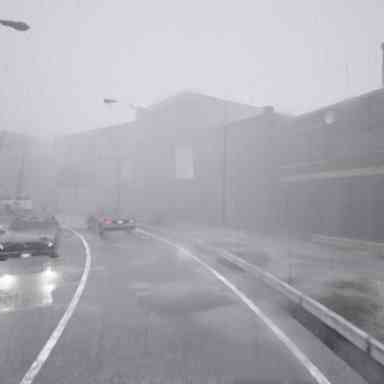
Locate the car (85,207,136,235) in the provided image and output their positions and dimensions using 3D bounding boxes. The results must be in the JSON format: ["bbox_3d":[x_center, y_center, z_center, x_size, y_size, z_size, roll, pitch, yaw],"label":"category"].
[{"bbox_3d":[-4.796,1.587,19.157,2.033,1.411,5.357,0,0,-27],"label":"car"}]

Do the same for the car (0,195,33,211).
[{"bbox_3d":[-19.436,1.291,35.797,5.566,2.045,2.150,0,-1,35],"label":"car"}]

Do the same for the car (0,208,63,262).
[{"bbox_3d":[-6.015,1.579,12.787,2.033,1.411,5.357,0,0,-20],"label":"car"}]
